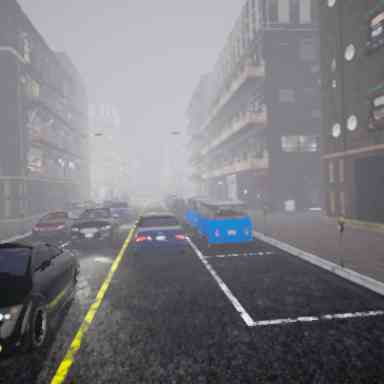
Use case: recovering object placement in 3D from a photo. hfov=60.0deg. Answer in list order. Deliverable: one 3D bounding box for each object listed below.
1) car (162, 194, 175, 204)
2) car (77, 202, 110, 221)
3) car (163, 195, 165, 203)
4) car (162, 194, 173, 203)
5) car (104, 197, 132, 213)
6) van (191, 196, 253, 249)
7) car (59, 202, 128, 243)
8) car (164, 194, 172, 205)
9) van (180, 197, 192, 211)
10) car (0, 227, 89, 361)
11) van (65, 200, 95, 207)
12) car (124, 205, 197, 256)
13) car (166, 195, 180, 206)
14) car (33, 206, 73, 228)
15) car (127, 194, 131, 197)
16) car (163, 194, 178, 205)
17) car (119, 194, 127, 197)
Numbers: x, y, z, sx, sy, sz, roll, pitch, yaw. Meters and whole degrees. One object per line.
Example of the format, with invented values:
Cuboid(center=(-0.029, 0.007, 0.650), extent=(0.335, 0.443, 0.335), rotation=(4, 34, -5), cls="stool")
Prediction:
Cuboid(center=(-4.069, 1.120, 58.020), extent=(1.967, 1.590, 4.097), rotation=(-2, 1, -7), cls="car")
Cuboid(center=(-8.602, 1.645, 29.320), extent=(2.008, 1.369, 4.403), rotation=(-2, 0, -7), cls="car")
Cuboid(center=(-2.756, 1.164, 46.909), extent=(1.967, 1.590, 4.097), rotation=(-2, 0, -7), cls="car")
Cuboid(center=(-4.722, 1.202, 63.577), extent=(1.887, 1.381, 4.507), rotation=(-2, 1, -7), cls="car")
Cuboid(center=(-5.796, 1.487, 26.641), extent=(1.882, 1.535, 5.008), rotation=(-2, 0, -7), cls="car")
Cuboid(center=(1.179, 1.191, 13.574), extent=(1.690, 1.788, 3.998), rotation=(-2, 0, -7), cls="van")
Cuboid(center=(-4.584, 1.539, 16.295), extent=(2.128, 1.511, 4.902), rotation=(-2, 0, -7), cls="car")
Cuboid(center=(-2.094, 1.327, 41.355), extent=(1.802, 1.307, 4.206), rotation=(-2, 0, -7), cls="car")
Cuboid(center=(0.523, 1.170, 19.130), extent=(1.690, 1.788, 3.998), rotation=(-2, 0, -7), cls="van")
Cuboid(center=(-3.364, 1.649, 5.989), extent=(1.994, 1.385, 4.181), rotation=(-2, 0, -7), cls="car")
Cuboid(center=(-7.954, 1.456, 23.763), extent=(1.690, 1.788, 3.998), rotation=(-2, 0, -7), cls="van")
Cuboid(center=(-1.308, 1.497, 12.988), extent=(2.033, 1.411, 5.357), rotation=(-2, 0, -7), cls="car")
Cuboid(center=(-1.439, 1.312, 35.799), extent=(1.887, 1.381, 4.507), rotation=(-2, 0, -7), cls="car")
Cuboid(center=(-7.288, 1.717, 18.209), extent=(1.802, 1.307, 4.206), rotation=(-2, 0, -7), cls="car")
Cuboid(center=(-12.551, 1.279, 62.652), extent=(2.192, 1.841, 5.009), rotation=(-2, 1, -7), cls="car")
Cuboid(center=(-3.413, 1.142, 52.464), extent=(1.967, 1.590, 4.097), rotation=(-2, 1, -7), cls="car")
Cuboid(center=(-10.576, 1.470, 45.986), extent=(1.967, 1.590, 4.097), rotation=(-2, 0, -7), cls="car")
